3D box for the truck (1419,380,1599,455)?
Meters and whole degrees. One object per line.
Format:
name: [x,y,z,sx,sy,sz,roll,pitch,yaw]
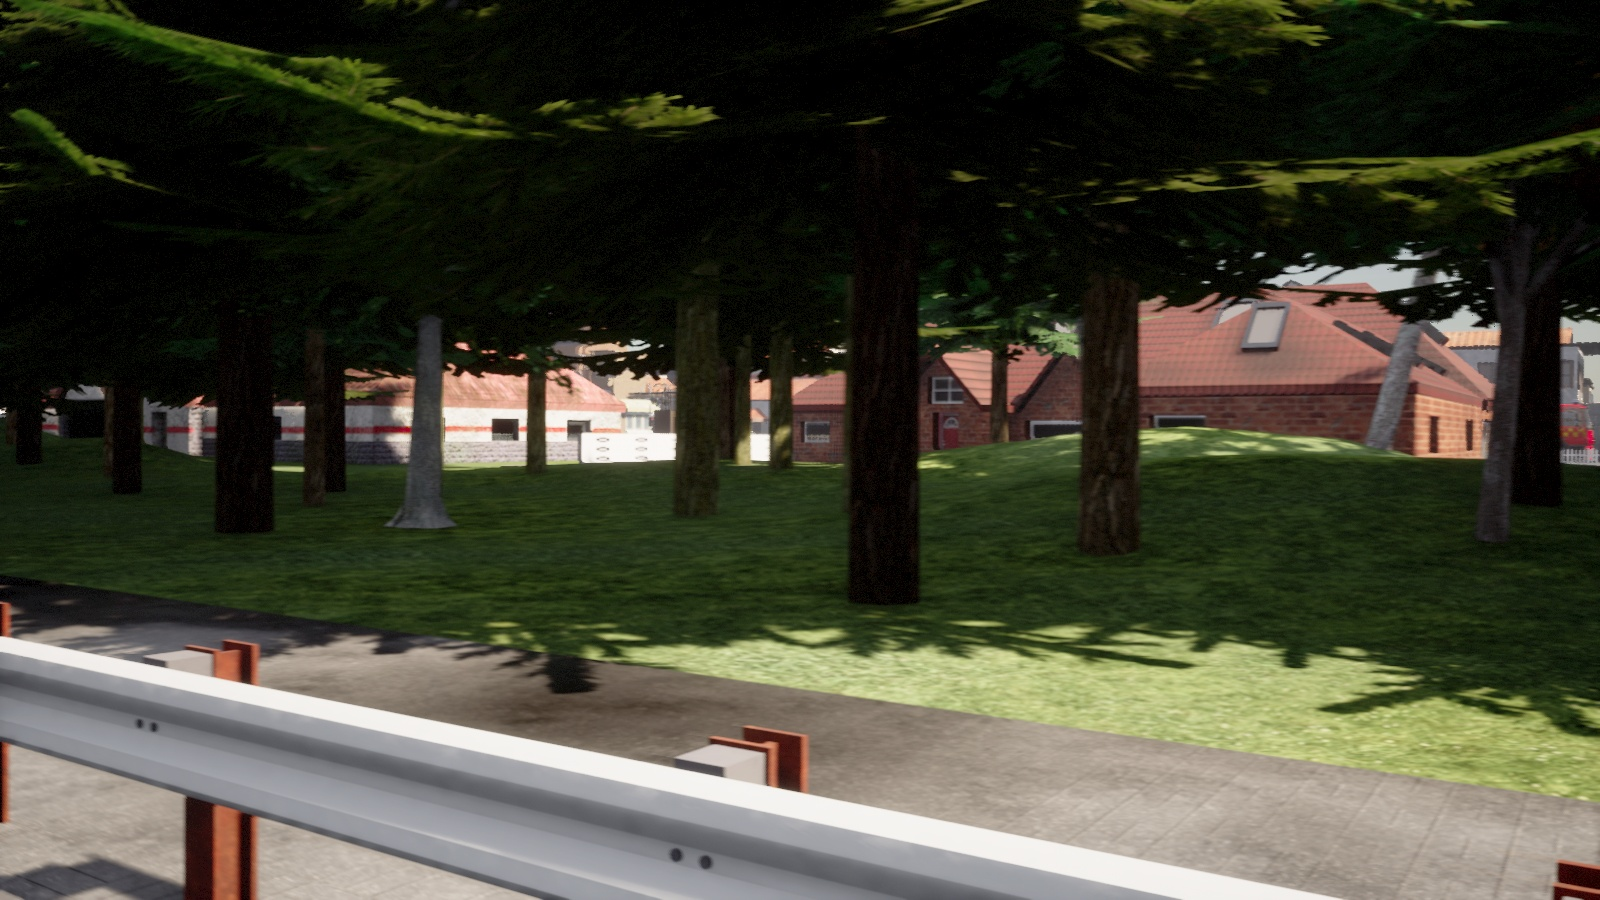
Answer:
truck: [38.310,-1.693,67.810,8.468,3.827,2.891,0,1,34]
